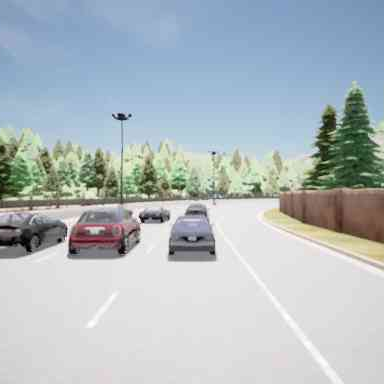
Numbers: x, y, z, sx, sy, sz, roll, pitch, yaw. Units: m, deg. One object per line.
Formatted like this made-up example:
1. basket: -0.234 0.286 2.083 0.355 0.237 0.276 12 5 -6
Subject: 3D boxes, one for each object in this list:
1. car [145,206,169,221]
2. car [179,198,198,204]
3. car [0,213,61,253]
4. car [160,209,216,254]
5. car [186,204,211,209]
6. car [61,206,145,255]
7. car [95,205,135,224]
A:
1. car: -3.024 1.861 28.234 1.895 1.301 4.718 0 0 6
2. car: -0.787 2.297 82.414 2.033 1.411 5.357 0 -1 35
3. car: -6.990 1.625 14.295 2.128 1.511 4.902 0 0 0
4. car: 0.006 1.677 13.984 2.033 1.411 5.357 0 0 0
5. car: 0.486 1.766 28.080 1.837 1.490 4.892 0 0 6
6. car: -3.492 1.480 14.082 2.097 1.767 4.553 0 -1 0
7. car: -6.507 1.864 28.577 1.895 1.301 4.718 0 0 6
